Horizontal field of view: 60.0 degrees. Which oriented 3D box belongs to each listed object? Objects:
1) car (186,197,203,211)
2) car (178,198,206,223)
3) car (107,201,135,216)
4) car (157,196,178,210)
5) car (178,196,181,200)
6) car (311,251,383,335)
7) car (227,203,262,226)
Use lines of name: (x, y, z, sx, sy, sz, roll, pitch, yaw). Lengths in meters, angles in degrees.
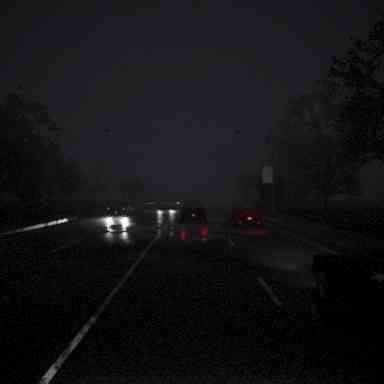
car: (0.393, 1.503, 42.979, 2.128, 1.511, 4.902, 0, 0, 2)
car: (0.106, 1.484, 25.929, 1.882, 1.535, 5.008, 0, 0, 0)
car: (-7.033, 1.609, 33.075, 1.895, 1.301, 4.718, 0, 0, 1)
car: (-3.292, 1.536, 43.061, 1.812, 1.442, 4.674, 0, 0, 2)
car: (-3.499, 1.532, 74.549, 1.994, 1.385, 4.181, 0, 0, 10)
car: (3.599, 1.602, 5.371, 1.895, 1.301, 4.718, 0, 0, 0)
car: (3.602, 1.483, 23.289, 1.882, 1.535, 5.008, 0, 0, 0)
